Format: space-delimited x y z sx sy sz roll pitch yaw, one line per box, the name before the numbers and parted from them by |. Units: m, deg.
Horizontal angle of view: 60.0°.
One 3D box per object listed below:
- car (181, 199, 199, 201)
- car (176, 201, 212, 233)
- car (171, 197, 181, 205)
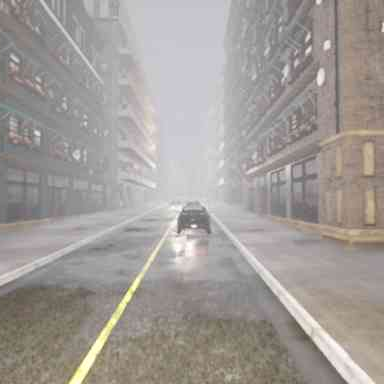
car | 0.099 1.544 41.106 2.128 1.511 4.902 0 0 0
car | 0.100 1.525 19.685 1.837 1.490 4.892 0 0 0
car | -2.791 1.584 60.357 2.128 1.511 4.902 0 0 1
